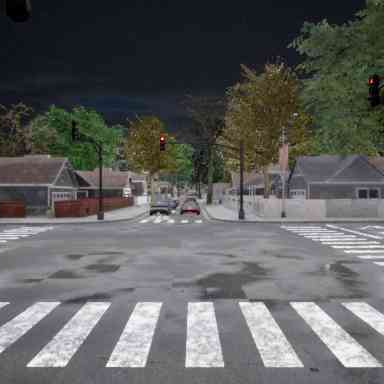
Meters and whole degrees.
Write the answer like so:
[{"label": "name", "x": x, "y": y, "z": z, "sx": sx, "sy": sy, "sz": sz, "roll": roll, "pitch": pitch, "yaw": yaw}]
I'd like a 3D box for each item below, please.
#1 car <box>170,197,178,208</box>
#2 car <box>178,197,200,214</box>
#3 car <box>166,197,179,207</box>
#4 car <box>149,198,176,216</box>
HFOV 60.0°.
[{"label": "car", "x": -2.999, "y": 1.594, "z": 42.803, "sx": 1.994, "sy": 1.385, "sz": 4.181, "roll": 0, "pitch": 0, "yaw": 0}, {"label": "car", "x": -0.188, "y": 1.586, "z": 35.451, "sx": 1.994, "sy": 1.385, "sz": 4.181, "roll": 0, "pitch": 0, "yaw": 0}, {"label": "car", "x": -3.016, "y": 1.568, "z": 53.053, "sx": 1.812, "sy": 1.442, "sz": 4.674, "roll": 0, "pitch": 0, "yaw": 0}, {"label": "car", "x": -3.021, "y": 1.567, "z": 32.915, "sx": 2.033, "sy": 1.411, "sz": 5.357, "roll": 0, "pitch": 0, "yaw": 0}]
